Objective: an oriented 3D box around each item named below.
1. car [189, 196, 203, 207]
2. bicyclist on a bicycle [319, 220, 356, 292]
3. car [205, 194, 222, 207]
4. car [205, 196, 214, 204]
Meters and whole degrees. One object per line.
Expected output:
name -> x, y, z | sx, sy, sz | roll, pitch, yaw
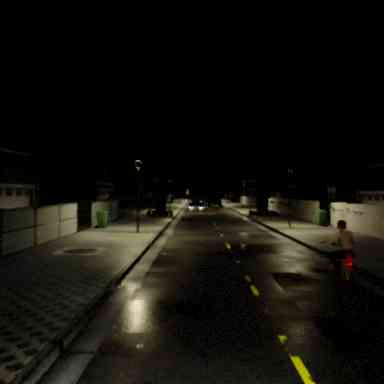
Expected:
car -> 0.659, 1.450, 54.558 | 2.097, 1.767, 4.553 | 1, 0, 1
bicyclist on a bicycle -> 3.629, 1.484, 8.148 | 0.866, 1.612, 1.509 | 0, 0, 0
car -> 3.543, 1.343, 53.089 | 2.150, 2.045, 5.566 | 1, 0, 1
car -> 3.686, 1.642, 71.366 | 1.837, 1.490, 4.892 | 1, 0, 1
